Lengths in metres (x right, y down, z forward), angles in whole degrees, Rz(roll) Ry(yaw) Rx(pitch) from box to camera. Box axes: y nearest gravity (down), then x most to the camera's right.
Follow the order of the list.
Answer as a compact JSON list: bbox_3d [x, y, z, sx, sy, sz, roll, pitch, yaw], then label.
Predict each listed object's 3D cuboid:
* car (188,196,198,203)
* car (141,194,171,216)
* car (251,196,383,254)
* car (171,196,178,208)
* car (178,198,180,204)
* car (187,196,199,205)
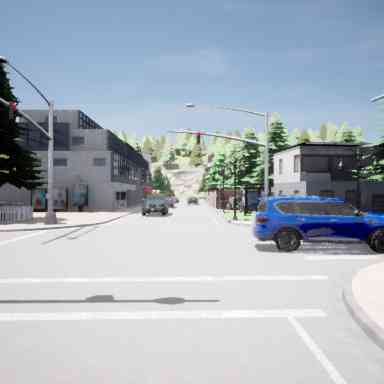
[{"bbox_3d":[0.197,1.547,70.017,2.033,1.411,5.357,0,0,0],"label":"car"},{"bbox_3d":[-3.553,1.221,32.740,2.150,2.045,5.566,0,0,0],"label":"car"},{"bbox_3d":[5.156,1.206,13.039,5.566,2.045,2.150,0,1,7],"label":"car"},{"bbox_3d":[-3.525,1.488,47.300,2.128,1.511,4.902,0,0,0],"label":"car"},{"bbox_3d":[-3.405,1.532,64.483,2.128,1.511,4.902,0,0,0],"label":"car"},{"bbox_3d":[0.189,1.505,59.596,1.837,1.490,4.892,0,0,0],"label":"car"}]
